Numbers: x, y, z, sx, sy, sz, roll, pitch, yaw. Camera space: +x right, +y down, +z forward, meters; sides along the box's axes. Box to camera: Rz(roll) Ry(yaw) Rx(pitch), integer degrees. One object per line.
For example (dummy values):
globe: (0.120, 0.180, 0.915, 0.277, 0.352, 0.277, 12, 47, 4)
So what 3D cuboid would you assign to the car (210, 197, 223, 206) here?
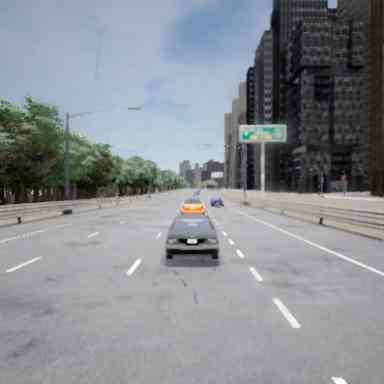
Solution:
car: (3.879, 1.493, 52.275, 1.812, 1.442, 4.674, 0, 0, 1)

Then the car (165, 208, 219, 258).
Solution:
car: (0.015, 1.561, 12.731, 2.033, 1.411, 5.357, 0, 0, 0)

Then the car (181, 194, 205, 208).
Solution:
car: (0.092, 1.362, 30.373, 2.097, 1.767, 4.553, 0, 0, 0)
